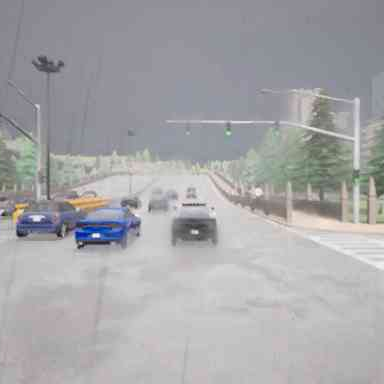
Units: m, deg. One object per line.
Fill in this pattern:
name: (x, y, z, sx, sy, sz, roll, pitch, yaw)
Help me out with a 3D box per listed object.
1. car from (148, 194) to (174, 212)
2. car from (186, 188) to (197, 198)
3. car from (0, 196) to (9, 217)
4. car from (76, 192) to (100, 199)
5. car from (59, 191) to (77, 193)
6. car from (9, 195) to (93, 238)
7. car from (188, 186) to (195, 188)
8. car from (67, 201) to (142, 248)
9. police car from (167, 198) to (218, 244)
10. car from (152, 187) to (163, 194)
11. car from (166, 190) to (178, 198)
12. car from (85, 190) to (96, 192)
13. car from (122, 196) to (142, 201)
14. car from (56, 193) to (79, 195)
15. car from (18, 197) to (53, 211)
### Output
car: (-3.400, 1.239, 34.598, 2.128, 1.511, 4.902, 0, 0, 0)
car: (-0.116, 0.494, 61.117, 1.895, 1.301, 4.718, 0, 5, 0)
car: (-14.055, 1.297, 26.643, 2.128, 1.511, 4.902, 0, 0, -1)
car: (-14.032, 1.123, 45.538, 1.882, 1.535, 5.008, 0, 1, 0)
car: (-17.538, 0.845, 46.614, 2.150, 2.045, 5.566, 0, 1, 0)
car: (-6.898, 1.229, 16.901, 2.097, 1.767, 4.553, 0, 1, 0)
car: (-0.167, -0.499, 70.497, 2.128, 1.511, 4.902, 0, 7, 0)
car: (-3.398, 1.373, 14.258, 1.882, 1.535, 5.008, 0, 0, 0)
police car: (0.101, 1.313, 15.231, 1.930, 1.638, 5.238, 0, 0, 0)
car: (-7.157, -0.264, 68.684, 1.994, 1.385, 4.181, 0, 7, 0)
car: (-3.593, 0.360, 59.573, 2.097, 1.767, 4.553, 0, 4, 0)
car: (-17.593, 0.542, 56.814, 2.097, 1.767, 4.553, 0, 4, 0)
car: (-6.905, 1.227, 38.064, 1.837, 1.490, 4.892, 0, 0, 0)
car: (-14.015, 1.214, 36.103, 1.882, 1.535, 5.008, 0, 0, 1)
car: (-17.496, 1.291, 37.366, 1.994, 1.385, 4.181, 0, 0, 0)
